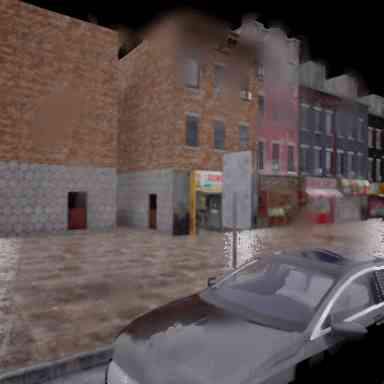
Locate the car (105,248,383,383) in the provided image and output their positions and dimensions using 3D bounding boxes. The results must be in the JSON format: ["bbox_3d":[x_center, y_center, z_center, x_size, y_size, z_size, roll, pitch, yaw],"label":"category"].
[{"bbox_3d":[1.405,1.530,4.076,4.902,1.511,2.128,1,0,-36],"label":"car"}]
